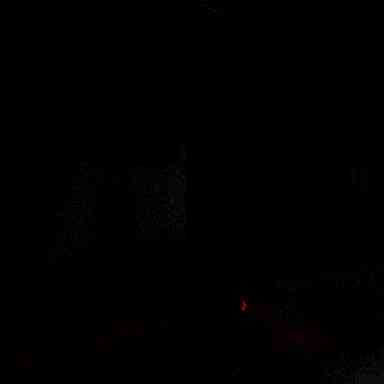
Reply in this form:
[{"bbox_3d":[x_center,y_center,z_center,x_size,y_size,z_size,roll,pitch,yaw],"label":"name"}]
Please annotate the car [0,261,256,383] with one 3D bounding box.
[{"bbox_3d":[-1.273,1.564,3.700,4.181,1.385,1.994,0,0,-36],"label":"car"}]
